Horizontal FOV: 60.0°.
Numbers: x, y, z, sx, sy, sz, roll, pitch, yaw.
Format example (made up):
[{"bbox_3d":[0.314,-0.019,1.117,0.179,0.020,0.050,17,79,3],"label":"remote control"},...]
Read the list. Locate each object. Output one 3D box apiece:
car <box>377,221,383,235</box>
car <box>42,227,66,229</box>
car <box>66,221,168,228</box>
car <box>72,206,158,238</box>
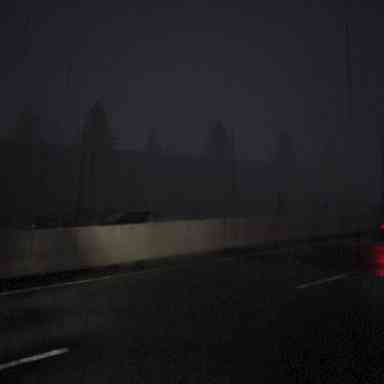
[{"bbox_3d":[10.839,1.587,15.775,4.718,1.301,1.895,0,0,-35],"label":"car"},{"bbox_3d":[-7.272,1.596,20.301,4.718,1.301,1.895,0,0,-35],"label":"car"},{"bbox_3d":[-2.863,1.521,14.832,4.674,1.442,1.812,0,0,-36],"label":"car"},{"bbox_3d":[-4.161,1.558,18.220,4.181,1.385,1.994,0,0,-35],"label":"car"}]
